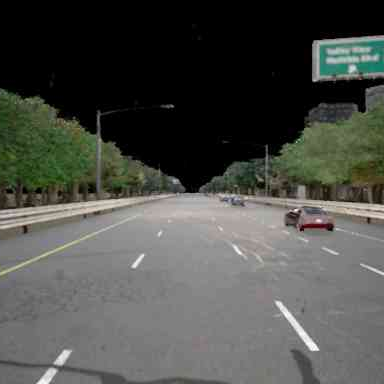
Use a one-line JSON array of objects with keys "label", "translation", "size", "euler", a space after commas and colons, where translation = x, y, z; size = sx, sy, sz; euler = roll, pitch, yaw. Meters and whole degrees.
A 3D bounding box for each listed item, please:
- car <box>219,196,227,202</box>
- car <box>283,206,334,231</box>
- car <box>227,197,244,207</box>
[{"label": "car", "translation": [7.036, 1.603, 73.978], "size": [1.895, 1.301, 4.718], "euler": [0, 0, 0]}, {"label": "car", "translation": [7.006, 1.565, 20.359], "size": [1.994, 1.385, 4.181], "euler": [0, 0, 0]}, {"label": "car", "translation": [7.020, 1.531, 52.219], "size": [1.812, 1.442, 4.674], "euler": [0, 0, 0]}]
